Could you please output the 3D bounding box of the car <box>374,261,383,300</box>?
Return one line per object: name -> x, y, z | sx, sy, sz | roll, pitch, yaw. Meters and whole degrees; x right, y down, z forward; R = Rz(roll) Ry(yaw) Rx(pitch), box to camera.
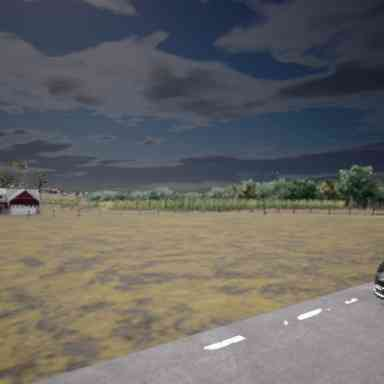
car -> 5.863, 1.563, 7.246 | 4.892, 1.490, 1.837 | 0, 0, -35
